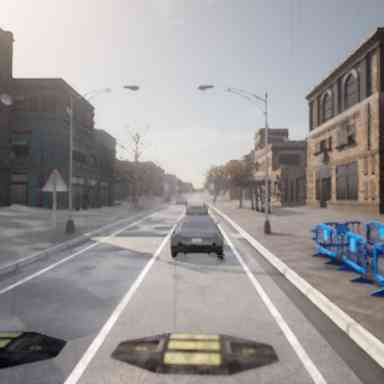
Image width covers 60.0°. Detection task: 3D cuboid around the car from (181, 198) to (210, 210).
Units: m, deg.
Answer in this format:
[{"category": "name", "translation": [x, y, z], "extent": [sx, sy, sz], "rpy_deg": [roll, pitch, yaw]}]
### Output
[{"category": "car", "translation": [0.449, 1.541, 28.398], "extent": [2.128, 1.511, 4.902], "rpy_deg": [0, 0, 1]}]

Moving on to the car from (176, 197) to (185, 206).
[{"category": "car", "translation": [-2.027, 1.779, 64.590], "extent": [2.097, 1.767, 4.553], "rpy_deg": [0, -1, 1]}]

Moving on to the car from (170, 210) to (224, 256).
[{"category": "car", "translation": [0.216, 1.640, 13.465], "extent": [1.994, 1.385, 4.181], "rpy_deg": [0, 0, 1]}]
